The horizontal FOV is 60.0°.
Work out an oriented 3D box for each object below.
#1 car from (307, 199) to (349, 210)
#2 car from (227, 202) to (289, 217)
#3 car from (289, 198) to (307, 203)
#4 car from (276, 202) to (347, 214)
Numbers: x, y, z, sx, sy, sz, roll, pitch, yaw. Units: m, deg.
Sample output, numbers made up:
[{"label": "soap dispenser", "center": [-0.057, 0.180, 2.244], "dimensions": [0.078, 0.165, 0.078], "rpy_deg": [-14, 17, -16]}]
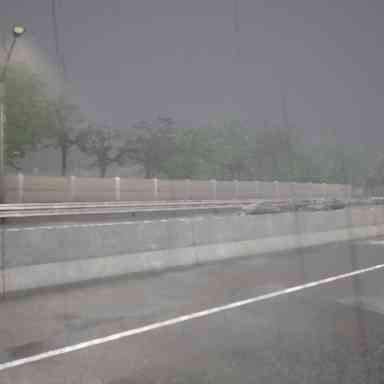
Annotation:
[{"label": "car", "center": [14.986, 1.513, 35.993], "dimensions": [4.892, 1.490, 1.837], "rpy_deg": [0, 0, -35]}, {"label": "car", "center": [4.738, 1.525, 24.521], "dimensions": [4.674, 1.442, 1.812], "rpy_deg": [0, 0, -35]}, {"label": "car", "center": [12.148, 1.511, 37.431], "dimensions": [4.892, 1.490, 1.837], "rpy_deg": [0, 0, -38]}, {"label": "car", "center": [8.211, 1.600, 22.693], "dimensions": [4.718, 1.301, 1.895], "rpy_deg": [0, 0, -35]}]
